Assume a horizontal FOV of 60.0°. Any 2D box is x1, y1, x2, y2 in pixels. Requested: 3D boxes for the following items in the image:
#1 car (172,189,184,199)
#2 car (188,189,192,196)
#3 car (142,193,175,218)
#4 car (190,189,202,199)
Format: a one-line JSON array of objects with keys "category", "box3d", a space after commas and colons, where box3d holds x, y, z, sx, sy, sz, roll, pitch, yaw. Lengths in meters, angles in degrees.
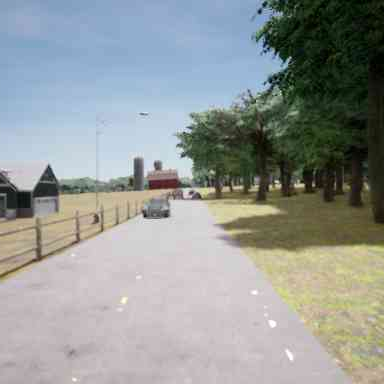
[{"category": "car", "box3d": [-2.765, 0.361, 68.305, 2.150, 2.045, 5.566, 0, 1, 0]}, {"category": "car", "box3d": [-0.017, 0.168, 86.472, 1.837, 1.490, 4.892, 0, 1, 0]}, {"category": "car", "box3d": [-2.851, 1.196, 27.927, 2.097, 1.767, 4.553, 0, 0, 0]}, {"category": "car", "box3d": [0.949, 0.705, 67.298, 1.812, 1.442, 4.674, 0, 1, 0]}]
